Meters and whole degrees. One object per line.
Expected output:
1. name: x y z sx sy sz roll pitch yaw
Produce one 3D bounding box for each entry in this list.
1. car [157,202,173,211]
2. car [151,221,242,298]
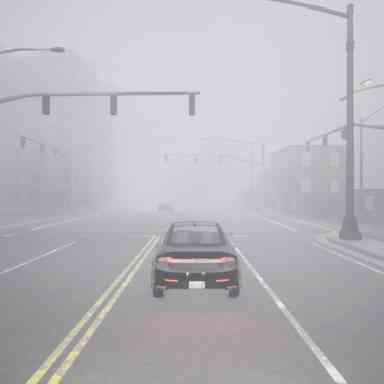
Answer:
1. car: -3.608 2.048 45.459 1.994 1.385 4.181 0 -4 0
2. car: 0.073 1.491 8.525 2.128 1.511 4.902 0 0 0
